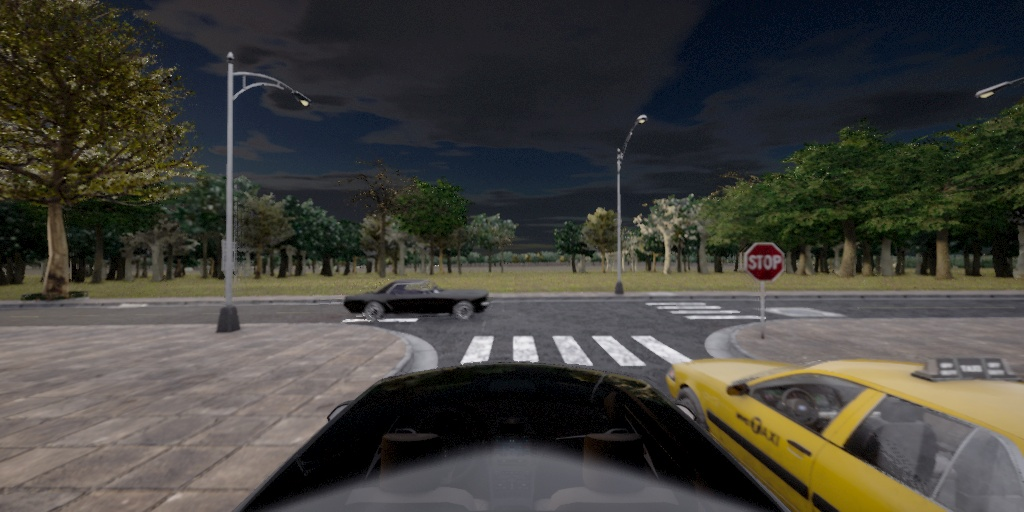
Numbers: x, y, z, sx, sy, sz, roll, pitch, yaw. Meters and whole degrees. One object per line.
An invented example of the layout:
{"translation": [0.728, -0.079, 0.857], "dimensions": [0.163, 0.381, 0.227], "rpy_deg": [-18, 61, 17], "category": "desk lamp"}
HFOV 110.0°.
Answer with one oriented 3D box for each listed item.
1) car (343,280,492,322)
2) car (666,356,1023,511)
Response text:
{"translation": [-3.064, 1.468, 12.357], "dimensions": [4.718, 1.301, 1.895], "rpy_deg": [-1, -1, 1], "category": "car"}
{"translation": [2.637, 1.280, 2.341], "dimensions": [1.751, 1.417, 4.829], "rpy_deg": [0, 0, 0], "category": "car"}
